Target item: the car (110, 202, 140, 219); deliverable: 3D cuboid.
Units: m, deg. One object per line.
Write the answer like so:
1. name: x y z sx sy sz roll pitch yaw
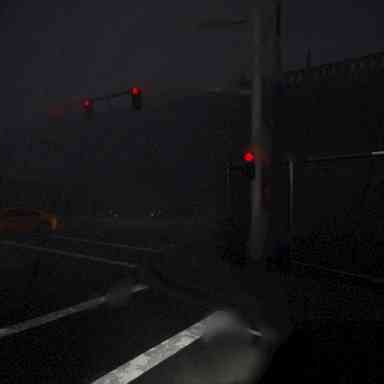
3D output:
1. car: -4.808 1.603 29.895 2.033 1.411 5.357 0 0 35

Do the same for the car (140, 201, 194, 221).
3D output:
1. car: -1.722 1.547 28.196 2.128 1.511 4.902 0 0 35

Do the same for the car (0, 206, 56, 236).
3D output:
1. car: -9.357 1.515 16.852 1.882 1.535 5.008 0 -1 30

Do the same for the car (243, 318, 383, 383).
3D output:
1. car: 2.940 1.547 1.869 5.357 1.411 2.033 0 0 36
